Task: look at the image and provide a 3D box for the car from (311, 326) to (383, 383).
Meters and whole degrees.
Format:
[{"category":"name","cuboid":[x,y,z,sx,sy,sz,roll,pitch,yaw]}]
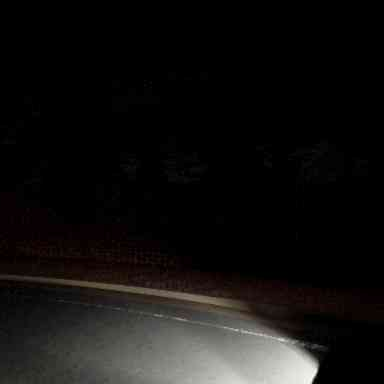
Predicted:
[{"category":"car","cuboid":[2.849,1.564,1.921,4.181,1.385,1.994,0,0,40]}]
